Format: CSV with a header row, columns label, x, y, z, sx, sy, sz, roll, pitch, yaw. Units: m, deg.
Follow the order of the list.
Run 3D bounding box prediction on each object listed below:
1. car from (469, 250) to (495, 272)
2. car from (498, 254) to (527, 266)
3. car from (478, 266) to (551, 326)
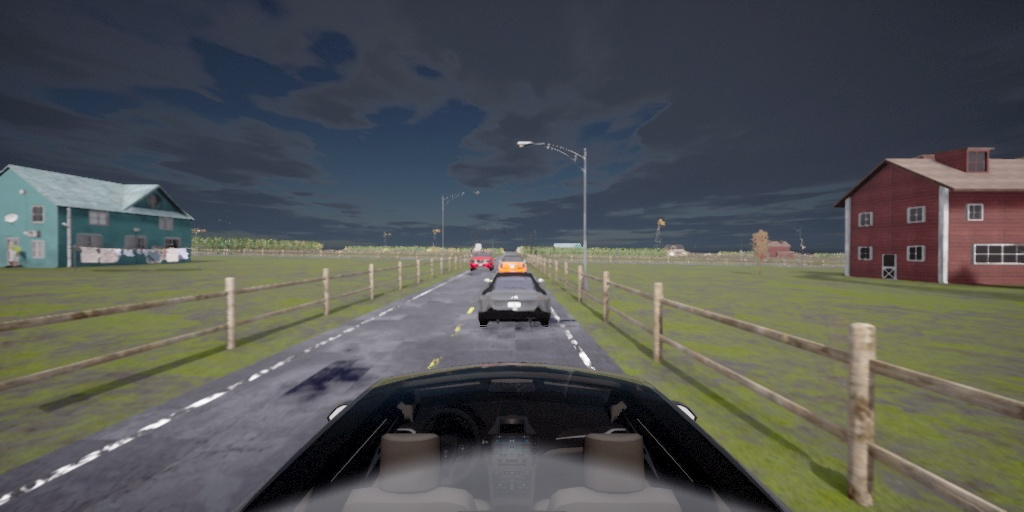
label,x,y,z,sx,sy,sz,roll,pitch,yaw
car,-2.912,0.460,35.792,2.150,2.045,5.566,0,1,0
car,0.037,0.713,27.394,2.097,1.767,4.553,0,1,0
car,0.063,1.171,11.077,1.994,1.385,4.181,0,1,0
